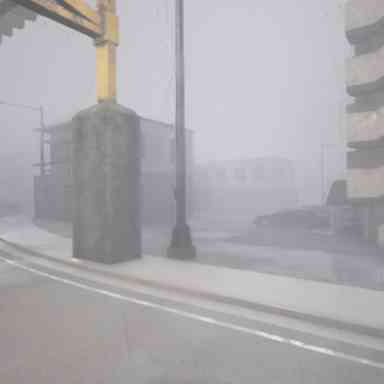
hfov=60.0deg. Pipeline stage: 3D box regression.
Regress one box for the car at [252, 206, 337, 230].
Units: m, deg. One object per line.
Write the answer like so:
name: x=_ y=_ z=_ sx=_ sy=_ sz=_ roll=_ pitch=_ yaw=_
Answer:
car: x=7.087 y=1.868 z=23.702 sx=5.357 sy=1.415 sz=2.033 roll=0 pitch=0 yaw=35

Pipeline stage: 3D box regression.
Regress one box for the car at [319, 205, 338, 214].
car: x=8.917 y=1.877 z=26.083 sx=3.988 sy=1.617 sz=1.851 roll=1 pitch=0 yaw=35

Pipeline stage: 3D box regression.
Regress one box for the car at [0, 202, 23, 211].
car: x=-26.178 y=1.987 z=46.765 sx=1.895 sy=1.301 sz=4.718 roll=-1 pitch=-2 yaw=10

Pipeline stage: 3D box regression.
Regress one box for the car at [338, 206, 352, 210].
car: x=12.389 y=2.027 z=31.587 sx=5.027 sy=1.636 sz=2.152 roll=-1 pitch=0 yaw=35
